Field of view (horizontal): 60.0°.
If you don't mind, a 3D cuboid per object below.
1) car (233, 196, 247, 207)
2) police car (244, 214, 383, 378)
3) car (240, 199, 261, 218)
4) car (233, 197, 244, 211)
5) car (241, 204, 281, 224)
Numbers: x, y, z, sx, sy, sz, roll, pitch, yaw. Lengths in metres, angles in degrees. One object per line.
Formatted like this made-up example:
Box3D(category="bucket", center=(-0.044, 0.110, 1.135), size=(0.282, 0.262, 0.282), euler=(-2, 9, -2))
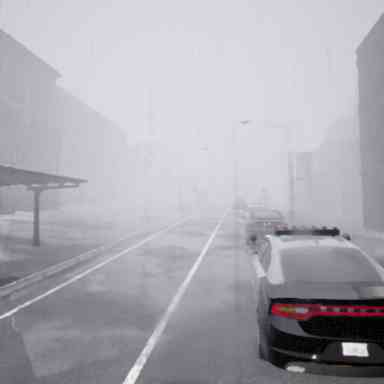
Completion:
Box3D(category="car", center=(8.023, 1.554, 55.902), size=(2.097, 1.767, 4.553), euler=(-1, -1, 8))
Box3D(category="police car", center=(2.038, 1.434, 6.003), size=(1.930, 1.638, 5.238), euler=(-1, 0, 8))
Box3D(category="car", center=(4.288, 1.500, 21.941), size=(1.801, 1.575, 5.366), euler=(-1, 0, 8))
Box3D(category="car", center=(6.252, 1.738, 42.986), size=(1.895, 1.301, 4.718), euler=(-1, 0, 8))
Box3D(category="car", center=(3.424, 1.539, 15.805), size=(1.837, 1.490, 4.892), euler=(-1, 0, 8))
